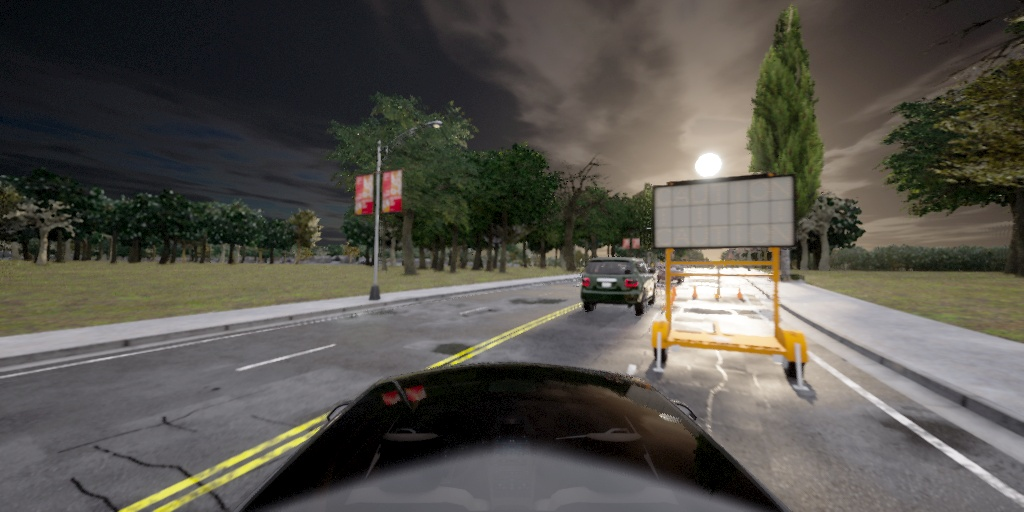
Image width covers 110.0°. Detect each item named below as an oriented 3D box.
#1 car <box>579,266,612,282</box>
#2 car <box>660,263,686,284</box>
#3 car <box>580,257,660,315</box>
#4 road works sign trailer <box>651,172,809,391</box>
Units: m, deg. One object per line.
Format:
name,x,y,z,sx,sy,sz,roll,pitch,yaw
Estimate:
car,8.110,1.646,34.633,1.994,1.385,4.181,-1,-1,30
car,13.527,1.531,30.607,1.812,1.442,4.674,-1,-1,30
car,4.439,1.081,14.520,2.150,2.045,5.566,-1,-1,27
road works sign trailer,4.121,0.254,7.138,2.380,3.560,2.880,0,0,27
